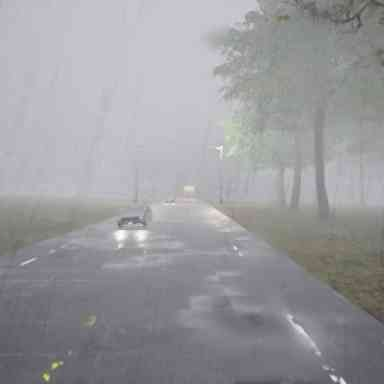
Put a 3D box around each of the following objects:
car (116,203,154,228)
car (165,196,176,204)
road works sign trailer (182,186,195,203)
[{"bbox_3d":[-3.701,1.469,22.334,2.033,1.411,5.357,-5,0,0],"label":"car"},{"bbox_3d":[-4.012,1.455,62.275,2.033,1.411,5.357,0,0,0],"label":"car"},{"bbox_3d":[-0.594,0.379,68.956,2.380,3.560,2.880,0,0,-1],"label":"road works sign trailer"}]
